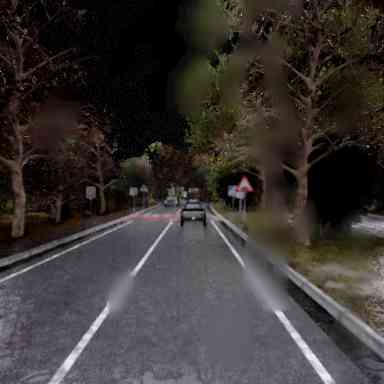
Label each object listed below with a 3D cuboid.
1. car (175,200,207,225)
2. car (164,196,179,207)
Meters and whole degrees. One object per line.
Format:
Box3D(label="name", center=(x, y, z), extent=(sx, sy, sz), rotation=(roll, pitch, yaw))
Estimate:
Box3D(label="car", center=(0.101, 1.612, 25.257), extent=(2.128, 1.511, 4.902), rotation=(0, 0, 0))
Box3D(label="car", center=(-3.056, 1.424, 51.151), extent=(2.097, 1.767, 4.553), rotation=(0, 0, 2))
